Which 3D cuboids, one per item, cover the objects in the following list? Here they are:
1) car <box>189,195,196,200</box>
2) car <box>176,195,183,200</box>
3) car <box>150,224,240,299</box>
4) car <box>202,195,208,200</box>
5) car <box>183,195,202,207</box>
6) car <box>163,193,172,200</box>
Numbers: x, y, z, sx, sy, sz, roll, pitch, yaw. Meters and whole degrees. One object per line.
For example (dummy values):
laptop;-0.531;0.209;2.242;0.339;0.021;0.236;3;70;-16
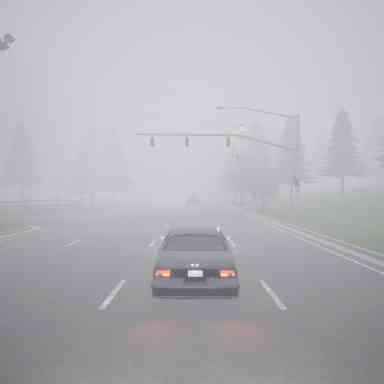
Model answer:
car;0.144;1.540;94.148;2.033;1.411;5.357;0;0;0
car;-3.356;1.524;94.154;1.812;1.442;4.674;0;0;0
car;0.079;1.547;8.633;2.033;1.411;5.357;0;0;1
car;3.644;1.500;94.143;1.837;1.490;4.892;0;0;0
car;0.078;1.352;52.672;2.097;1.767;4.553;0;0;0
car;-6.856;1.225;94.189;2.150;2.045;5.566;0;0;0
